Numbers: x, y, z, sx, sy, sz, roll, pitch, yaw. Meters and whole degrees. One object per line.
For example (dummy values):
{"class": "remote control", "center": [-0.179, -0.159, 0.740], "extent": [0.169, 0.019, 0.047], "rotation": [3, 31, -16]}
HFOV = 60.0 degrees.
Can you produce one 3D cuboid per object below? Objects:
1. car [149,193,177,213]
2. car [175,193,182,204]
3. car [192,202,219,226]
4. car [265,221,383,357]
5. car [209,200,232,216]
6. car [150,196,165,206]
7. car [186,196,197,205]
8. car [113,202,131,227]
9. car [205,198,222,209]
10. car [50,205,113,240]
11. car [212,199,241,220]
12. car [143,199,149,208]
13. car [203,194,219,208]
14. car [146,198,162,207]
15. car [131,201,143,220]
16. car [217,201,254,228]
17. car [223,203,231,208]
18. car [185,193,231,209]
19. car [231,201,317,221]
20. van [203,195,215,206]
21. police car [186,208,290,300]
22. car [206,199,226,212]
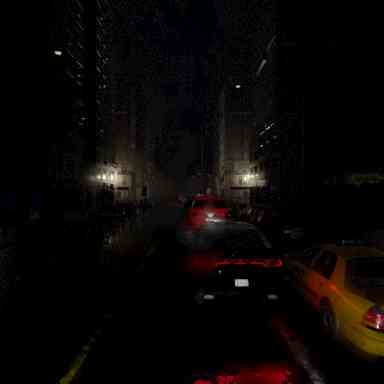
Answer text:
{"class": "car", "center": [-3.142, 1.348, 37.037], "extent": [2.097, 1.767, 4.553], "rotation": [0, 0, 0]}
{"class": "car", "center": [-3.074, 1.218, 63.534], "extent": [2.150, 2.045, 5.566], "rotation": [0, 0, 0]}
{"class": "car", "center": [0.871, 1.524, 24.441], "extent": [1.812, 1.442, 4.674], "rotation": [0, 0, 0]}
{"class": "car", "center": [2.850, 1.525, 6.233], "extent": [1.752, 1.417, 4.829], "rotation": [0, 0, 0]}
{"class": "car", "center": [2.819, 1.547, 33.681], "extent": [2.008, 1.369, 4.403], "rotation": [0, 0, 0]}
{"class": "car", "center": [-5.732, 1.435, 55.761], "extent": [1.967, 1.590, 4.097], "rotation": [0, 0, 0]}
{"class": "car", "center": [-0.069, 1.520, 59.563], "extent": [1.812, 1.442, 4.674], "rotation": [0, 0, 0]}
{"class": "car", "center": [-5.695, 1.564, 22.610], "extent": [1.947, 1.339, 4.313], "rotation": [0, 0, 0]}
{"class": "car", "center": [2.806, 1.562, 44.728], "extent": [1.947, 1.339, 4.313], "rotation": [0, 0, 0]}
{"class": "car", "center": [-5.688, 1.543, 17.085], "extent": [1.887, 1.381, 4.507], "rotation": [0, 0, 0]}
{"class": "car", "center": [2.825, 1.437, 28.157], "extent": [1.967, 1.590, 4.097], "rotation": [0, 0, 0]}
{"class": "car", "center": [-5.720, 1.578, 44.711], "extent": [1.802, 1.307, 4.206], "rotation": [0, 0, 0]}
{"class": "car", "center": [2.800, 1.310, 50.252], "extent": [2.192, 1.841, 5.009], "rotation": [0, 0, 0]}
{"class": "car", "center": [-5.726, 1.561, 50.236], "extent": [1.947, 1.339, 4.313], "rotation": [0, 0, 0]}
{"class": "car", "center": [-5.701, 1.563, 28.135], "extent": [1.947, 1.339, 4.313], "rotation": [0, 0, 0]}
{"class": "car", "center": [2.831, 1.438, 22.634], "extent": [1.967, 1.590, 4.097], "rotation": [0, 0, 0]}
{"class": "car", "center": [2.837, 1.524, 17.280], "extent": [1.752, 1.417, 4.829], "rotation": [0, 0, 0]}
{"class": "car", "center": [0.878, 1.221, 18.471], "extent": [2.150, 2.045, 5.566], "rotation": [0, 0, 0]}
{"class": "car", "center": [2.844, 1.314, 11.586], "extent": [2.192, 1.841, 5.009], "rotation": [0, 0, 0]}
{"class": "van", "center": [2.794, 1.336, 55.776], "extent": [1.690, 1.788, 3.998], "rotation": [0, 0, 0]}
{"class": "police car", "center": [0.888, 1.425, 8.551], "extent": [1.930, 1.638, 5.238], "rotation": [0, 0, 0]}
{"class": "car", "center": [2.812, 1.547, 39.205], "extent": [2.008, 1.369, 4.403], "rotation": [0, 0, 0]}
